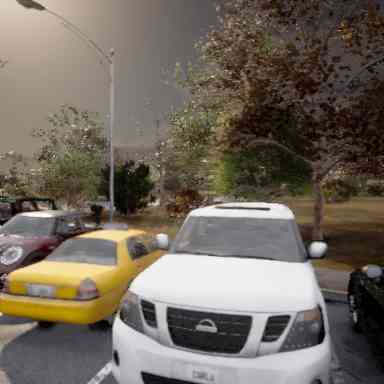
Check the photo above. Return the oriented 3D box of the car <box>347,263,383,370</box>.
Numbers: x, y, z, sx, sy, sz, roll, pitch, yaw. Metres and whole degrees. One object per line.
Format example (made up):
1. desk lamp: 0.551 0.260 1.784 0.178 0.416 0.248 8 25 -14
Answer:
1. car: 3.238 1.364 3.782 2.185 1.767 4.553 0 -1 15

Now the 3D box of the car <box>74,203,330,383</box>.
1. car: 0.817 1.235 5.502 2.435 2.045 5.566 1 0 15

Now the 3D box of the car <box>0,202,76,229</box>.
1. car: -4.047 1.325 8.967 2.185 1.767 4.553 1 0 15

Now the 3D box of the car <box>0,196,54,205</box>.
1. car: -6.501 1.169 10.596 2.435 2.045 5.566 1 0 14

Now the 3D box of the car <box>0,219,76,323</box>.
1. car: -1.580 1.472 7.423 1.946 1.575 5.366 0 -1 15
